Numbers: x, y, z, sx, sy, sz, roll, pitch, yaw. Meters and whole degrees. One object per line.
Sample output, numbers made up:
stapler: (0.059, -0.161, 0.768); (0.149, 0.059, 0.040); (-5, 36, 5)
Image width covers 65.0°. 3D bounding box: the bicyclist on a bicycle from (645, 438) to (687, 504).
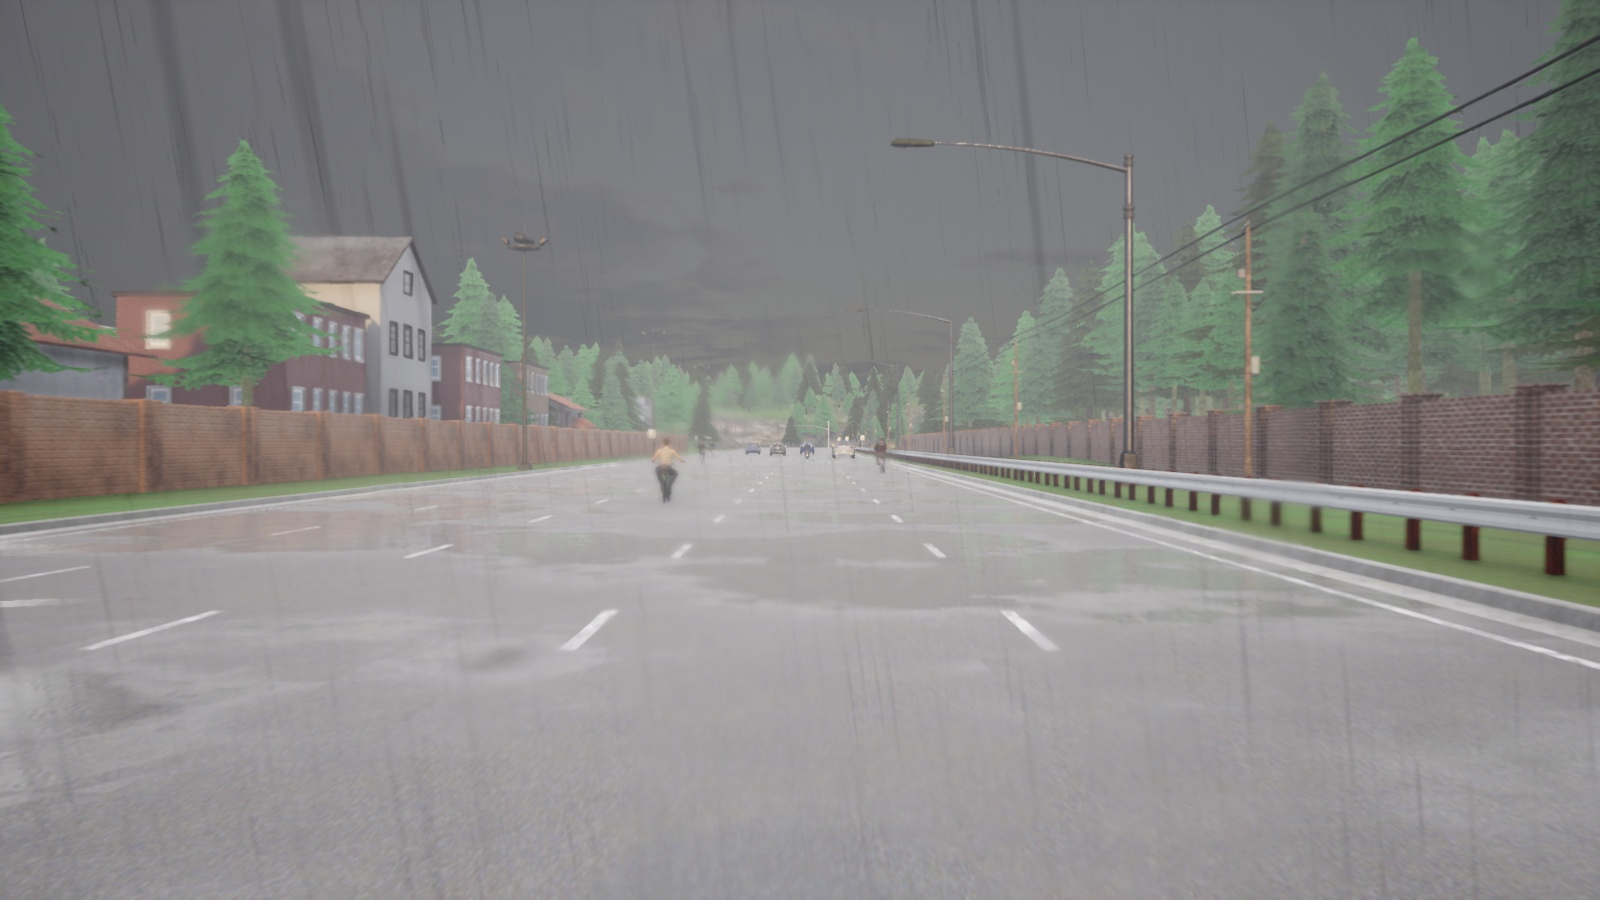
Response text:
bicyclist on a bicycle: (-3.313, 0.504, 31.081); (0.866, 1.612, 1.509); (0, 0, 1)
